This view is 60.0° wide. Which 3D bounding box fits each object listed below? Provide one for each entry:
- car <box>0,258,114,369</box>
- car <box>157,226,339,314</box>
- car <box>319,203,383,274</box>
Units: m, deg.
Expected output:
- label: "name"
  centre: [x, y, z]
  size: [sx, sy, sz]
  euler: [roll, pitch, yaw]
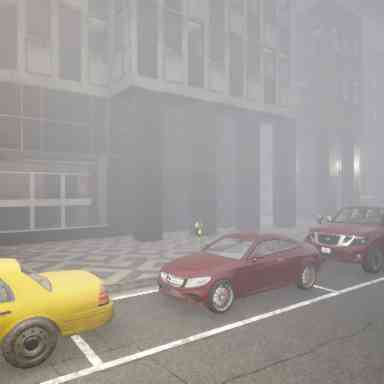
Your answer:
- label: "car"
  centre: [-3.466, 1.525, 4.180]
  size: [4.829, 1.417, 1.752]
  euler: [0, 0, -35]
- label: "car"
  centre: [1.235, 1.582, 7.528]
  size: [4.206, 1.307, 1.802]
  euler: [0, 0, -35]
- label: "car"
  centre: [5.798, 1.314, 10.779]
  size: [5.009, 1.841, 2.192]
  euler: [0, 0, -35]
